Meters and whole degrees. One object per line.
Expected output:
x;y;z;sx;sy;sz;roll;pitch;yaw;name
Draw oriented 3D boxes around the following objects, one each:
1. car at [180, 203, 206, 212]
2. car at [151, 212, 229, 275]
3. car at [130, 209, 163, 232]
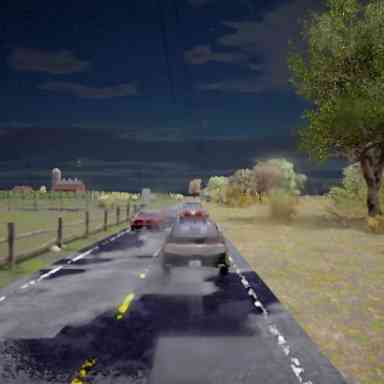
0.093;1.673;27.549;2.097;1.767;4.553;0;-1;0;car
0.090;1.616;10.831;2.128;1.511;4.902;0;-1;0;car
-2.846;1.858;22.158;1.895;1.301;4.718;0;-1;0;car
